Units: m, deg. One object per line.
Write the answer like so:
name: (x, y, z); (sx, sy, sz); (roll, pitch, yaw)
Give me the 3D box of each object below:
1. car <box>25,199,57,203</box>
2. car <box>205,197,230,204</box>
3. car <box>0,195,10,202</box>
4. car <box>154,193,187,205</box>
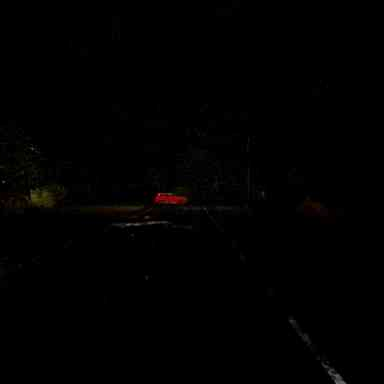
car: (-25.185, 1.371, 55.675); (5.008, 1.535, 1.882); (0, 0, -2)
car: (4.716, 1.610, 63.492); (4.718, 1.301, 1.895); (0, 0, -2)
car: (-36.101, 1.325, 62.349); (4.892, 1.490, 1.837); (0, 0, -2)
car: (-3.563, 1.215, 56.291); (5.566, 2.045, 2.150); (0, 0, -1)
